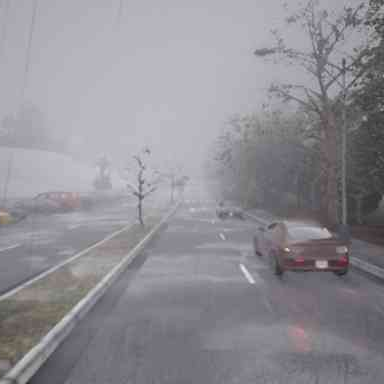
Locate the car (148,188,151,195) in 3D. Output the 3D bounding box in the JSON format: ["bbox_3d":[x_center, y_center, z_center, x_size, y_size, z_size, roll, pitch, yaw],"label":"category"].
[{"bbox_3d":[-13.664,0.445,82.790,5.366,1.575,1.946,-1,1,-20],"label":"car"}]

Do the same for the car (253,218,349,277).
[{"bbox_3d":[3.083,1.510,10.118,1.812,1.442,4.674,0,0,1],"label":"car"}]

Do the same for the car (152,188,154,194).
[{"bbox_3d":[-13.834,0.269,91.740,4.674,1.452,2.002,-1,1,-20],"label":"car"}]

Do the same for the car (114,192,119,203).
[{"bbox_3d":[-13.850,1.048,49.700,4.674,1.452,2.002,-1,1,-20],"label":"car"}]

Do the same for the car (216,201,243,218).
[{"bbox_3d":[3.091,1.430,28.448,1.895,1.301,4.718,0,1,0],"label":"car"}]

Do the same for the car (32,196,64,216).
[{"bbox_3d":[-13.862,1.360,28.819,4.674,1.452,2.002,-1,1,-20],"label":"car"}]

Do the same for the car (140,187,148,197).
[{"bbox_3d":[-13.817,0.328,76.732,5.566,2.045,2.435,-1,1,-20],"label":"car"}]

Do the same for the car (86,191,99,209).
[{"bbox_3d":[-13.840,0.939,37.782,5.566,2.045,2.435,-1,1,-20],"label":"car"}]

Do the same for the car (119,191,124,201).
[{"bbox_3d":[-13.827,0.991,52.718,4.792,1.488,2.163,-1,1,-20],"label":"car"}]

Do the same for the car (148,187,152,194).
[{"bbox_3d":[-13.863,0.131,85.711,5.566,2.045,2.435,-1,2,-20],"label":"car"}]

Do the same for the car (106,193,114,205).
[{"bbox_3d":[-13.828,0.928,46.726,4.553,1.767,2.185,-1,1,-20],"label":"car"}]

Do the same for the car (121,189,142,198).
[{"bbox_3d":[-14.015,0.685,70.645,5.366,1.575,1.946,-1,1,-20],"label":"car"}]

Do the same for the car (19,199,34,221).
[{"bbox_3d":[-13.842,1.421,22.862,4.792,1.488,2.163,-1,0,-20],"label":"car"}]

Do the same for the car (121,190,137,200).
[{"bbox_3d":[-13.821,0.808,64.723,4.792,1.488,2.163,-1,1,-20],"label":"car"}]

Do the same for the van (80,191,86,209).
[{"bbox_3d":[-13.758,1.008,34.829,4.442,1.987,1.878,-1,1,-20],"label":"van"}]

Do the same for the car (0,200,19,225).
[{"bbox_3d":[-13.699,1.414,19.935,5.366,1.575,1.946,-1,0,-20],"label":"car"}]

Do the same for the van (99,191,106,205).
[{"bbox_3d":[-13.969,0.876,43.690,4.442,1.987,1.878,-1,1,-20],"label":"van"}]

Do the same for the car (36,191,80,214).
[{"bbox_3d":[-13.894,1.030,31.786,5.566,2.045,2.435,-1,1,-20],"label":"car"}]

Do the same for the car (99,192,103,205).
[{"bbox_3d":[-13.854,1.146,40.754,4.892,1.521,2.231,-1,1,-20],"label":"car"}]
